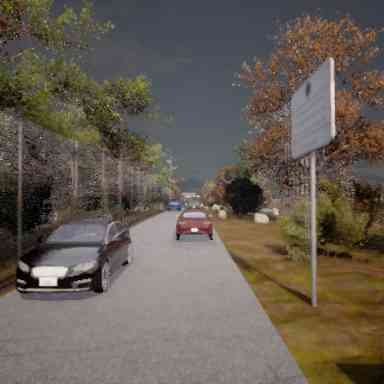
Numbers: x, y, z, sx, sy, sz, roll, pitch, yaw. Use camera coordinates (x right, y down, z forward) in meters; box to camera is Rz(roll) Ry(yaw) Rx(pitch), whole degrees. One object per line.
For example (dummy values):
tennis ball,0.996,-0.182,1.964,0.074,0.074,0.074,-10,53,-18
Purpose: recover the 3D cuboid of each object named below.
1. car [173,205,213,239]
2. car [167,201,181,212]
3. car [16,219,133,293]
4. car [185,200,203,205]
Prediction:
car,0.115,1.622,17.751,1.812,1.442,4.674,0,-1,0
car,-2.643,2.166,50.374,1.882,1.535,5.008,0,-2,1
car,-2.842,1.521,9.029,2.128,1.511,4.902,0,0,0
car,0.231,1.789,39.817,2.097,1.767,4.553,0,-1,0
